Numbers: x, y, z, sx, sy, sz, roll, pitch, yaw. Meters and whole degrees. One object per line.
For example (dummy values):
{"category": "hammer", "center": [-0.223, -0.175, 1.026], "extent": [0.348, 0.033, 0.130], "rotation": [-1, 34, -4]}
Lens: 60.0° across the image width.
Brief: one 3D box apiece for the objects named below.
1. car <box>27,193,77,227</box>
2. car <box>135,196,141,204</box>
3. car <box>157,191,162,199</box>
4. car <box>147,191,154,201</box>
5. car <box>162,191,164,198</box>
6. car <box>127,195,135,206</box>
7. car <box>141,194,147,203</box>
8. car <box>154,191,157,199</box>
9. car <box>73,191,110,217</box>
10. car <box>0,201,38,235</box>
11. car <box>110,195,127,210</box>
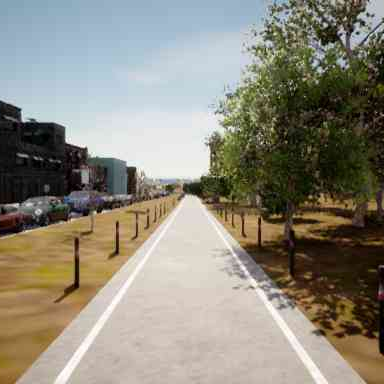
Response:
{"category": "car", "center": [-9.020, 1.101, 19.891], "extent": [2.185, 1.767, 4.553], "rotation": [0, 0, 2]}
{"category": "car", "center": [-9.123, 1.149, 47.595], "extent": [2.097, 1.535, 5.008], "rotation": [0, 0, 2]}
{"category": "car", "center": [-9.239, 0.759, 79.660], "extent": [2.435, 2.045, 5.566], "rotation": [0, 0, 0]}
{"category": "car", "center": [-9.183, 1.057, 64.229], "extent": [2.097, 1.535, 5.008], "rotation": [0, 0, 2]}
{"category": "car", "center": [-9.264, 1.013, 86.406], "extent": [2.002, 1.452, 4.674], "rotation": [0, 0, 0]}
{"category": "car", "center": [-9.103, 1.176, 42.039], "extent": [2.231, 1.521, 4.892], "rotation": [0, 1, 2]}
{"category": "car", "center": [-9.154, 1.102, 53.976], "extent": [1.946, 1.575, 5.366], "rotation": [0, 0, 2]}
{"category": "car", "center": [-9.204, 1.020, 69.777], "extent": [2.097, 1.535, 5.008], "rotation": [0, 0, 2]}
{"category": "car", "center": [-9.050, 0.945, 27.544], "extent": [2.435, 2.045, 5.566], "rotation": [0, 0, 2]}
{"category": "car", "center": [-8.990, 1.297, 14.287], "extent": [2.163, 1.488, 4.792], "rotation": [1, 0, 2]}
{"category": "car", "center": [-9.083, 1.182, 36.498], "extent": [2.097, 1.535, 5.008], "rotation": [0, 0, 2]}
